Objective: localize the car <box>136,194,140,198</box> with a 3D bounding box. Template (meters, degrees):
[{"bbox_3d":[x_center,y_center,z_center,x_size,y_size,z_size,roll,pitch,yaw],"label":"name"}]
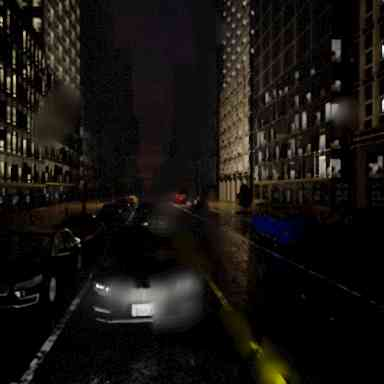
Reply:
[{"bbox_3d":[-9.751,1.401,52.768,1.967,1.590,4.097,-1,0,-8],"label":"car"}]

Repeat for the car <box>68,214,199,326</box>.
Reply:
[{"bbox_3d":[-1.038,1.486,7.377,2.128,1.511,4.902,0,0,-8],"label":"car"}]

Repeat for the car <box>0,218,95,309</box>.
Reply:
[{"bbox_3d":[-3.702,1.546,7.703,2.008,1.369,4.403,-1,0,-8],"label":"car"}]

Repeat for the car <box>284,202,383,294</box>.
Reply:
[{"bbox_3d":[4.602,1.306,8.817,2.192,1.841,5.009,-1,0,-8],"label":"car"}]

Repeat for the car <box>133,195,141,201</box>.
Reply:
[{"bbox_3d":[-14.287,1.482,86.567,2.008,1.369,4.403,-1,0,-8],"label":"car"}]

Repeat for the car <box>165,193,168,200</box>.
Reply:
[{"bbox_3d":[-4.470,1.378,76.415,1.967,1.590,4.097,-1,0,-8],"label":"car"}]

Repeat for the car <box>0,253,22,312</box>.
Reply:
[{"bbox_3d":[-2.945,1.544,2.070,1.887,1.381,4.507,-1,0,-8],"label":"car"}]

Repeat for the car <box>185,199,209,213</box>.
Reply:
[{"bbox_3d":[0.824,1.521,36.983,2.008,1.369,4.403,-1,0,-8],"label":"car"}]

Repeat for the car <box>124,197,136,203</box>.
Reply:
[{"bbox_3d":[-7.482,1.525,35.868,2.008,1.369,4.403,-1,0,-8],"label":"car"}]

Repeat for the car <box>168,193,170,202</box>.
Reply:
[{"bbox_3d":[-2.959,1.263,65.149,2.192,1.841,5.009,-1,0,-8],"label":"car"}]

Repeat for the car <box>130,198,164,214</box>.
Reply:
[{"bbox_3d":[-3.069,1.461,23.277,1.882,1.535,5.008,0,0,-8],"label":"car"}]

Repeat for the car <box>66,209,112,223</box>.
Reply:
[{"bbox_3d":[-4.457,1.573,13.336,1.802,1.307,4.206,-1,0,-8],"label":"car"}]

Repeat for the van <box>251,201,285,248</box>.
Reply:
[{"bbox_3d":[3.847,1.328,14.451,1.690,1.788,3.998,-1,0,-8],"label":"van"}]

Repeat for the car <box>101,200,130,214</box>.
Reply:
[{"bbox_3d":[-5.970,1.534,24.602,2.008,1.369,4.403,-1,0,-8],"label":"car"}]

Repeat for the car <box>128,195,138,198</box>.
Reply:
[{"bbox_3d":[-8.994,1.548,47.135,1.802,1.307,4.206,-1,0,-8],"label":"car"}]

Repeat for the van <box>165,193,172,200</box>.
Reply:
[{"bbox_3d":[-6.739,1.263,93.314,1.690,1.788,3.998,-1,0,-8],"label":"van"}]

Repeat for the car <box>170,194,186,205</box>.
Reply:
[{"bbox_3d":[-2.203,1.268,59.516,2.192,1.841,5.009,-1,0,-8],"label":"car"}]
